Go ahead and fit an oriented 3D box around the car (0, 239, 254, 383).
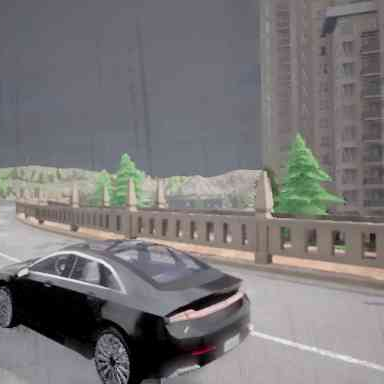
[{"bbox_3d":[-1.428,1.530,5.322,4.902,1.511,2.128,-1,0,39],"label":"car"}]
